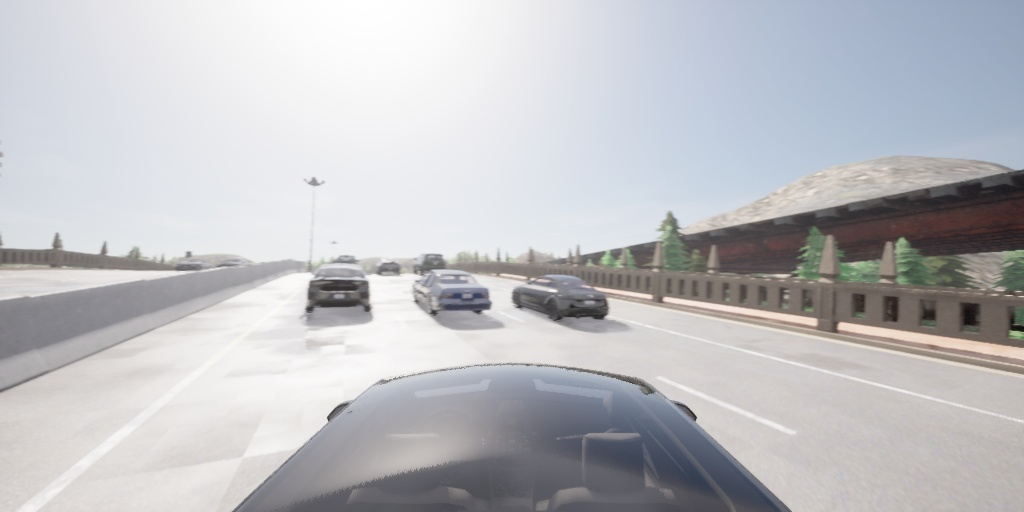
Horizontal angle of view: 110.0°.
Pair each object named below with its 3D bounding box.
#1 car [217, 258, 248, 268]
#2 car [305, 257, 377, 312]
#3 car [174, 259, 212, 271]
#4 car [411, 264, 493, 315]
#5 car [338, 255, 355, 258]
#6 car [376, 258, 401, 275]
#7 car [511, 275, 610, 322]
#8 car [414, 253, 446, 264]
[{"bbox_3d":[-28.858,0.962,37.274,1.837,1.490,4.892,2,-5,-24],"label":"car"},{"bbox_3d":[-6.136,1.001,12.889,1.882,1.535,5.008,2,0,-24],"label":"car"},{"bbox_3d":[-32.374,0.957,36.567,1.994,1.385,4.181,2,-5,-24],"label":"car"},{"bbox_3d":[-2.384,1.209,13.074,2.033,1.411,5.357,2,0,-24],"label":"car"},{"bbox_3d":[-14.534,0.701,31.464,2.097,1.767,4.553,2,-2,-24],"label":"car"},{"bbox_3d":[-11.413,0.961,33.038,2.128,1.511,4.902,2,-2,-24],"label":"car"},{"bbox_3d":[1.559,1.371,12.841,1.994,1.385,4.181,2,0,-24],"label":"car"},{"bbox_3d":[-7.742,0.788,33.406,2.150,2.045,5.566,2,-2,-25],"label":"car"}]
